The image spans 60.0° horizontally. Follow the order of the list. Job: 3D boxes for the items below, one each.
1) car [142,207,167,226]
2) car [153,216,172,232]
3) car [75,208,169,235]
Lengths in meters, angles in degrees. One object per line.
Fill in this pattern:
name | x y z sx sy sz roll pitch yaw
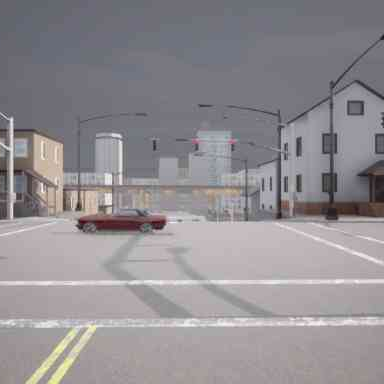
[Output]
car | -3.680 2.536 33.521 1.882 1.535 5.008 0 -9 1
car | -3.790 4.235 43.744 2.128 1.511 4.902 0 -13 -1
car | -3.661 1.538 17.767 4.718 1.301 1.895 0 0 -1
